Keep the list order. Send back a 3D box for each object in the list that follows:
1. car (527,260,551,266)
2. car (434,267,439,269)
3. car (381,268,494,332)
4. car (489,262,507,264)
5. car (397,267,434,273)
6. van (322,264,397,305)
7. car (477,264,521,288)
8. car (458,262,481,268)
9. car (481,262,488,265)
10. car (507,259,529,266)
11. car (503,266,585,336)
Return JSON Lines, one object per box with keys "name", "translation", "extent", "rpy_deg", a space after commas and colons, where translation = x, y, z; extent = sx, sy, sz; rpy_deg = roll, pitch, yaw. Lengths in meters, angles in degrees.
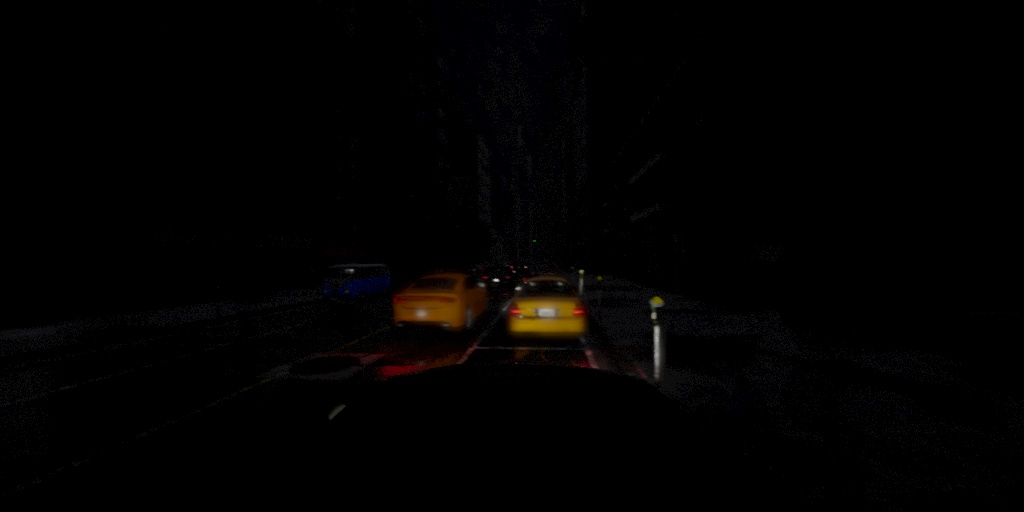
{"name": "car", "translation": [2.379, 1.288, 27.024], "extent": [1.967, 1.591, 4.097], "rpy_deg": [0, 0, 6]}
{"name": "car", "translation": [-6.104, 1.545, 27.863], "extent": [1.802, 1.307, 4.207], "rpy_deg": [0, 0, 6]}
{"name": "car", "translation": [-1.965, 1.301, 11.224], "extent": [1.882, 1.535, 5.008], "rpy_deg": [-1, -1, 6]}
{"name": "car", "translation": [-1.480, 1.518, 47.851], "extent": [1.837, 1.490, 4.892], "rpy_deg": [-1, -1, 6]}
{"name": "car", "translation": [-6.646, 1.507, 22.388], "extent": [1.948, 1.339, 4.313], "rpy_deg": [0, 0, 6]}
{"name": "van", "translation": [-7.188, 1.261, 16.914], "extent": [1.690, 1.789, 3.998], "rpy_deg": [0, 0, 6]}
{"name": "car", "translation": [-0.746, 1.435, 23.529], "extent": [1.994, 1.385, 4.181], "rpy_deg": [-1, 0, 6]}
{"name": "car", "translation": [-5.021, 1.573, 38.812], "extent": [1.948, 1.339, 4.313], "rpy_deg": [0, 0, 6]}
{"name": "car", "translation": [-4.480, 1.612, 44.286], "extent": [1.802, 1.307, 4.207], "rpy_deg": [0, 0, 6]}
{"name": "car", "translation": [0.964, 1.299, 41.862], "extent": [2.097, 1.767, 4.553], "rpy_deg": [-1, 0, 6]}
{"name": "car", "translation": [1.021, 1.237, 10.440], "extent": [1.801, 1.575, 5.366], "rpy_deg": [-1, 0, 6]}
